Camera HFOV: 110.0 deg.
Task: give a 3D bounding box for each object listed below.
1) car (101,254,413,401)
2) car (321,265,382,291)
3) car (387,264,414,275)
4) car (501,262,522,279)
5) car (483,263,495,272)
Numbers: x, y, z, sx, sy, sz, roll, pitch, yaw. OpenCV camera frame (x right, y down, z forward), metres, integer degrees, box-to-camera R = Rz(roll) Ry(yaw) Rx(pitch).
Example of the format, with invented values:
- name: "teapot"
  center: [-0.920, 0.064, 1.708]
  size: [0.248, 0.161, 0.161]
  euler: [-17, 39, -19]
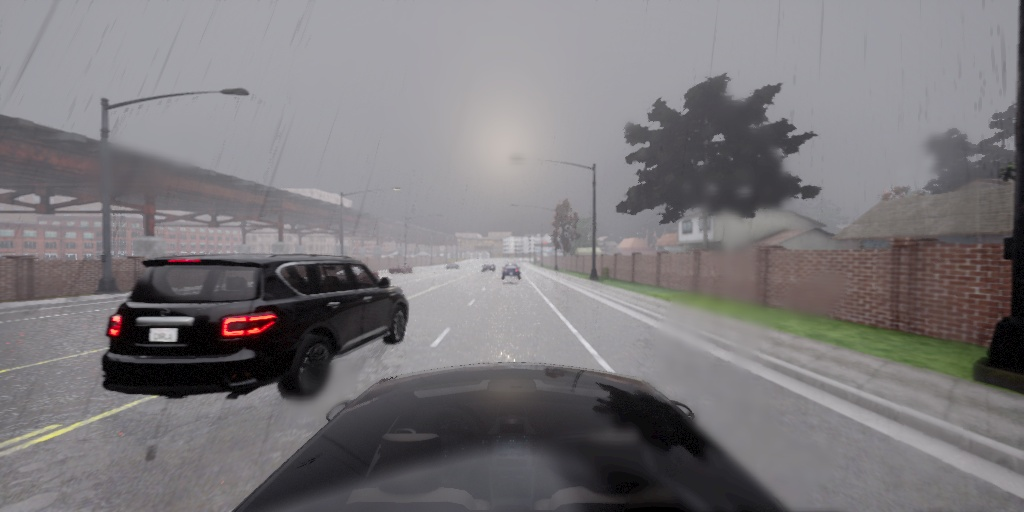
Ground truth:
- name: "car"
  center: [-3.770, 1.010, 6.683]
  size: [2.150, 2.045, 5.566]
  euler: [0, -1, 3]
- name: "car"
  center: [-10.698, 1.412, 24.354]
  size: [1.882, 1.535, 5.008]
  euler: [0, -1, 0]
- name: "car"
  center: [-14.290, 1.721, 46.230]
  size: [1.895, 1.301, 4.718]
  euler: [0, -1, 0]
- name: "car"
  center: [-0.081, 1.586, 37.593]
  size: [1.812, 1.442, 4.674]
  euler: [0, -1, 0]
- name: "car"
  center: [-3.681, 1.836, 58.285]
  size: [1.895, 1.301, 4.718]
  euler: [0, -1, -1]
